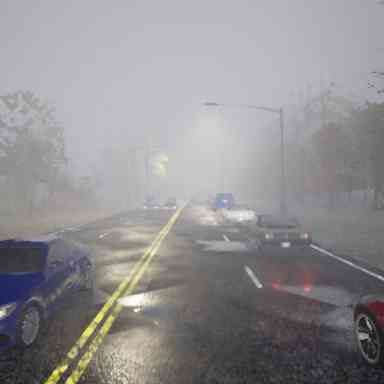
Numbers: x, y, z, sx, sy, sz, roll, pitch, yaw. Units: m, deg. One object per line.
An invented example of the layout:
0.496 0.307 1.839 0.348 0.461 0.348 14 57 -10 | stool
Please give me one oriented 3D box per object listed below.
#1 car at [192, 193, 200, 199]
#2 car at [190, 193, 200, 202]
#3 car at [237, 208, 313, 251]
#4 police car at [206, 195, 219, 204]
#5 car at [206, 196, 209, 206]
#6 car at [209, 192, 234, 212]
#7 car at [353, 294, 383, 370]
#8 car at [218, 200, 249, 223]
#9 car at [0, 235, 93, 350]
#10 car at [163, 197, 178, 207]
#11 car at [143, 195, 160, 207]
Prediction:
1.081 0.956 89.369 1.812 1.442 4.674 -1 0 2 | car
0.466 1.262 67.498 2.033 1.411 5.357 -1 2 1 | car
3.273 1.549 13.772 1.895 1.301 4.718 0 0 0 | car
3.524 1.246 57.670 2.038 1.542 4.974 -1 0 1 | police car
3.384 1.331 46.704 1.812 1.442 4.674 -1 0 1 | car
3.307 1.082 35.768 2.150 2.045 5.566 -1 0 0 | car
3.237 1.503 2.776 2.163 1.488 4.792 -1 0 0 | car
3.288 1.512 24.768 1.895 1.301 4.718 -1 1 0 | car
-3.354 1.663 6.610 1.812 1.442 4.674 -1 0 0 | car
-3.144 1.483 49.974 2.033 1.411 5.357 -1 0 1 | car
-6.361 1.337 52.151 2.097 1.767 4.553 -1 0 1 | car
